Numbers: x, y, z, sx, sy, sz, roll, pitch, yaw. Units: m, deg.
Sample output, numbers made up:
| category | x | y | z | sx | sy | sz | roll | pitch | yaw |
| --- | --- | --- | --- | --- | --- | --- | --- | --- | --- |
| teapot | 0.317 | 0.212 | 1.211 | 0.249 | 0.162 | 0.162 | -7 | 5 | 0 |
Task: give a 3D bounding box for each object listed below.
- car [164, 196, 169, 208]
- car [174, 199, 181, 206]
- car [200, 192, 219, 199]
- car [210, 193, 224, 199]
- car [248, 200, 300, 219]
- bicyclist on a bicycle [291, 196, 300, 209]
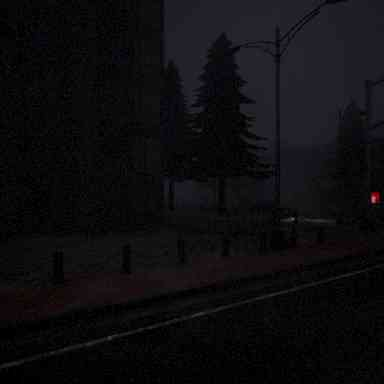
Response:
| category | x | y | z | sx | sy | sz | roll | pitch | yaw |
| --- | --- | --- | --- | --- | --- | --- | --- | --- | --- |
| car | -5.041 | 1.579 | 46.048 | 1.994 | 1.385 | 4.181 | 0 | 0 | -37 |
| car | -3.666 | 1.615 | 50.411 | 1.895 | 1.301 | 4.718 | 0 | 0 | -34 |
| car | 5.073 | 1.111 | 92.407 | 1.932 | 1.855 | 4.605 | 0 | 0 | -37 |
| car | 7.161 | 1.090 | 94.470 | 1.905 | 1.878 | 3.866 | 0 | 0 | -37 |
| car | 7.235 | 1.492 | 29.719 | 1.882 | 1.535 | 5.008 | 0 | 1 | -37 |
| bicyclist on a bicycle | 11.403 | 1.315 | 36.604 | 1.656 | 1.620 | 0.582 | 0 | 0 | -37 |
